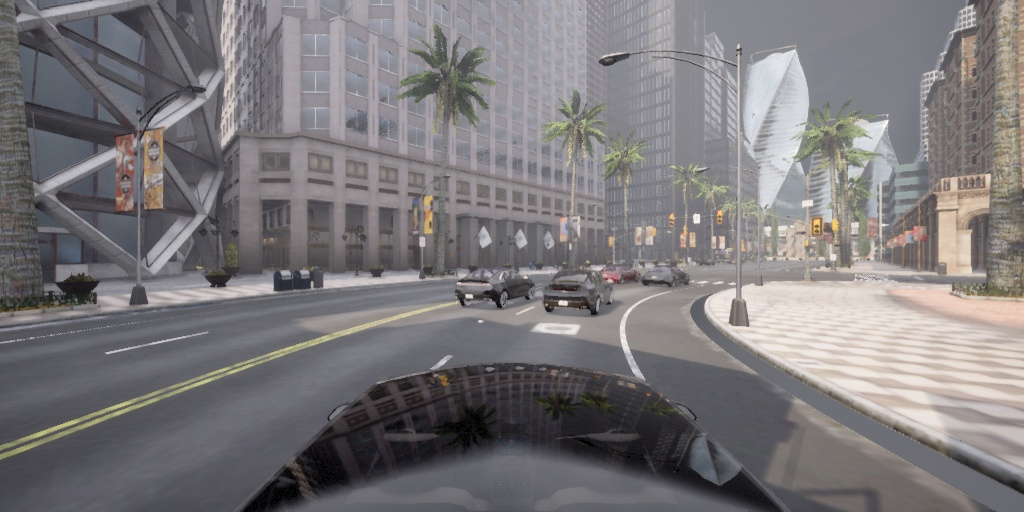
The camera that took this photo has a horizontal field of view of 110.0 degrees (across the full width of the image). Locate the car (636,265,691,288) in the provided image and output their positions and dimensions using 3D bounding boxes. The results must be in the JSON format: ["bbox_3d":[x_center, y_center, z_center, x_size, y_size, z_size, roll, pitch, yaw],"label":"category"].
[{"bbox_3d":[10.456,1.321,24.214,1.994,1.385,4.181,0,0,45],"label":"car"}]

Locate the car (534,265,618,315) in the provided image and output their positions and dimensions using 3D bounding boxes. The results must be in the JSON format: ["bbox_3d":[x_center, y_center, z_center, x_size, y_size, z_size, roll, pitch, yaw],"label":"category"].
[{"bbox_3d":[2.651,1.265,13.727,1.837,1.490,4.892,0,0,24],"label":"car"}]

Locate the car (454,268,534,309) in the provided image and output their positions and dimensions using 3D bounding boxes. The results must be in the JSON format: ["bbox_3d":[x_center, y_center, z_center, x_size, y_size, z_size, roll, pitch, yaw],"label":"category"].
[{"bbox_3d":[-0.535,1.244,15.177,2.128,1.511,4.902,0,0,24],"label":"car"}]

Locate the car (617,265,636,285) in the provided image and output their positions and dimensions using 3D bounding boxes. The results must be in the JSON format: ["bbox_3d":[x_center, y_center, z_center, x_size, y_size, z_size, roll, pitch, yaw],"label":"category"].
[{"bbox_3d":[7.962,1.321,26.670,1.994,1.385,4.181,0,0,45],"label":"car"}]
